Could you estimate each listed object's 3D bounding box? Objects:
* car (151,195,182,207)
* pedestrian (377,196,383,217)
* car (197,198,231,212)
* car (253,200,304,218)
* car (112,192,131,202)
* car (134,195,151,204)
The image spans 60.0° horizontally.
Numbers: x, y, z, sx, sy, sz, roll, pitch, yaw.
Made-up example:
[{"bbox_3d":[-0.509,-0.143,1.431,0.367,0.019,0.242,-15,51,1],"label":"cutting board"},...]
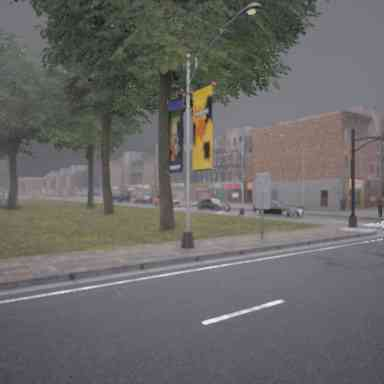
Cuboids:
[{"bbox_3d":[-3.291,1.182,45.498,2.097,1.767,4.553,0,0,-35],"label":"car"},{"bbox_3d":[16.070,1.212,28.395,0.375,1.860,0.375,1,-1,-35],"label":"pedestrian"},{"bbox_3d":[2.416,1.428,37.465,1.812,1.442,4.674,0,0,-36],"label":"car"},{"bbox_3d":[7.731,1.477,29.999,2.128,1.511,4.902,0,0,-35],"label":"car"},{"bbox_3d":[-14.025,0.971,65.637,2.150,2.045,5.566,0,0,-35],"label":"car"},{"bbox_3d":[-8.317,1.303,57.620,1.812,1.442,4.674,0,0,-35],"label":"car"}]
